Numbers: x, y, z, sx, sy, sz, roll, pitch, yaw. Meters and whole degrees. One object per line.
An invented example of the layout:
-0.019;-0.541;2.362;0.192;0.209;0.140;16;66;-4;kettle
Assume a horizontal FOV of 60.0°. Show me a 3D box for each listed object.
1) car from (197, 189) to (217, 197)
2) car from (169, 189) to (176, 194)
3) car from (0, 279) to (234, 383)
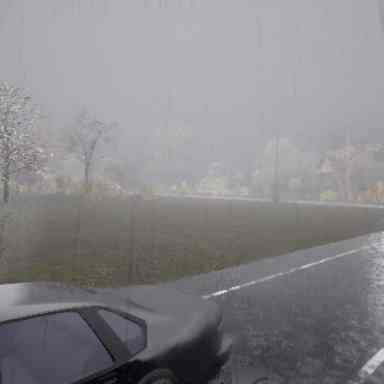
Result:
3.286;0.054;71.944;2.097;1.767;4.553;1;1;-44;car
-3.443;-0.080;78.873;1.895;1.301;4.718;1;1;-44;car
-1.889;1.561;2.553;2.033;1.411;5.357;0;0;44;car
